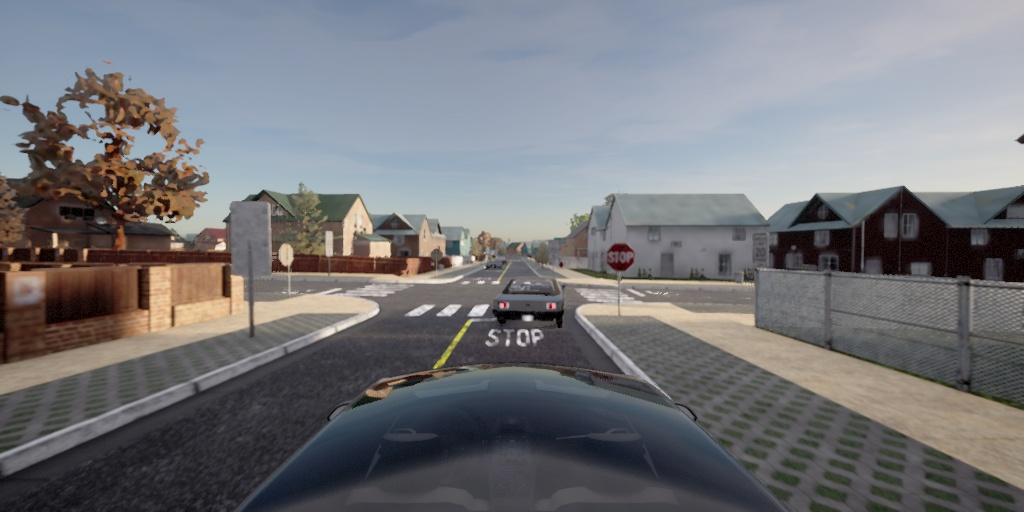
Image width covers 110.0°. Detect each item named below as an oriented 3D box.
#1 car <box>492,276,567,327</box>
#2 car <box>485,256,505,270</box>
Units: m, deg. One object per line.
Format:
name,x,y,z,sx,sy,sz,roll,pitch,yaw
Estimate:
car,0.745,1.291,11.362,1.895,1.301,4.718,0,0,9
car,-2.228,1.036,45.351,1.994,1.385,4.181,0,0,1
